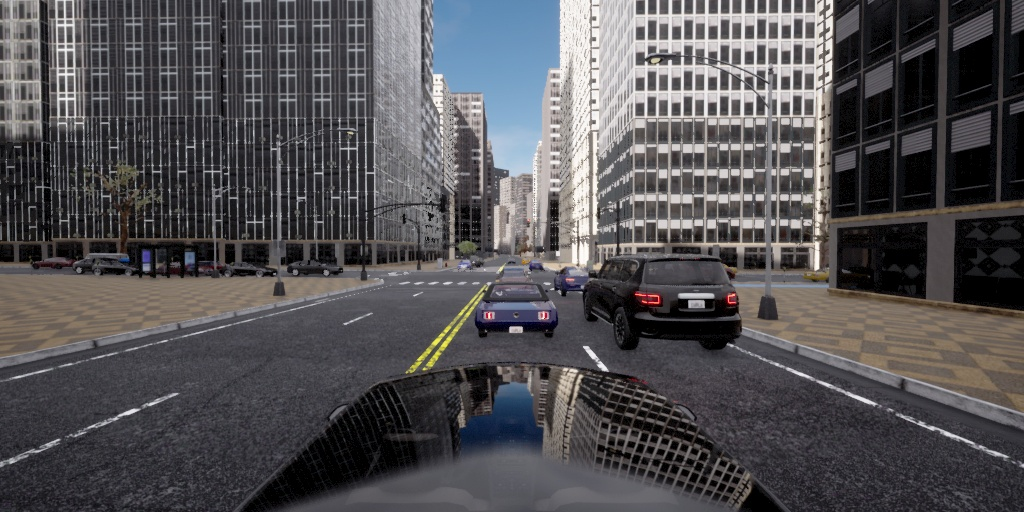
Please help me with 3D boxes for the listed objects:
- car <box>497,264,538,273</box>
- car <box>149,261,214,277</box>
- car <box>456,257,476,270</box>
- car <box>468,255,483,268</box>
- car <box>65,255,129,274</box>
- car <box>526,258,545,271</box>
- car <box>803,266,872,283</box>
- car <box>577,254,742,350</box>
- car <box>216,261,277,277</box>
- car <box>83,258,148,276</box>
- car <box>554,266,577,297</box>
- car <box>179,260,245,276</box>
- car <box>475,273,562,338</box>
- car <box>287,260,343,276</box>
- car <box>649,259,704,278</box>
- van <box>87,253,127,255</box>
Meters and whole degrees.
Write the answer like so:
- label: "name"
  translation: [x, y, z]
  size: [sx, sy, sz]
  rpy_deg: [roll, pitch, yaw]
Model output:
- label: "car"
  translation: [0.084, 1.305, 18.903]
  size: [1.994, 1.385, 4.181]
  rpy_deg: [0, 0, 0]
- label: "car"
  translation: [-28.446, 1.138, 31.270]
  size: [4.207, 1.307, 1.802]
  rpy_deg: [0, 0, 1]
- label: "car"
  translation: [-6.640, 1.241, 51.191]
  size: [1.812, 1.442, 4.674]
  rpy_deg: [0, 0, -2]
- label: "car"
  translation: [-6.635, 0.925, 61.153]
  size: [2.150, 2.045, 5.566]
  rpy_deg: [0, 0, 0]
- label: "car"
  translation: [-38.791, 0.923, 34.166]
  size: [4.892, 1.490, 1.837]
  rpy_deg: [1, 1, 1]
- label: "car"
  translation: [3.232, 1.244, 48.377]
  size: [1.812, 1.442, 4.674]
  rpy_deg: [0, 0, -1]
- label: "car"
  translation: [27.612, 1.579, 30.470]
  size: [4.829, 1.417, 1.751]
  rpy_deg: [0, 0, 1]
- label: "car"
  translation: [3.343, 0.968, 9.204]
  size: [2.150, 2.045, 5.566]
  rpy_deg: [0, 0, 0]
- label: "car"
  translation: [-22.762, 1.174, 31.143]
  size: [4.313, 1.339, 1.948]
  rpy_deg: [0, 0, 1]
- label: "car"
  translation: [-34.127, 1.069, 31.437]
  size: [4.313, 1.339, 1.948]
  rpy_deg: [0, 0, 1]
- label: "car"
  translation: [3.332, 1.267, 18.896]
  size: [1.812, 1.442, 4.674]
  rpy_deg: [0, 0, 0]
- label: "car"
  translation: [-28.353, 1.114, 33.959]
  size: [4.718, 1.301, 1.895]
  rpy_deg: [1, 1, 1]
- label: "car"
  translation: [0.093, 1.347, 10.166]
  size: [1.895, 1.301, 4.718]
  rpy_deg: [0, 0, 0]
- label: "car"
  translation: [-18.471, 1.108, 33.765]
  size: [4.892, 1.490, 1.837]
  rpy_deg: [1, 1, 1]
- label: "car"
  translation: [16.629, 1.217, 36.422]
  size: [4.553, 1.767, 2.097]
  rpy_deg: [1, 1, 1]
- label: "van"
  translation: [-45.327, 0.605, 40.086]
  size: [3.998, 1.789, 1.690]
  rpy_deg: [0, 0, 1]
